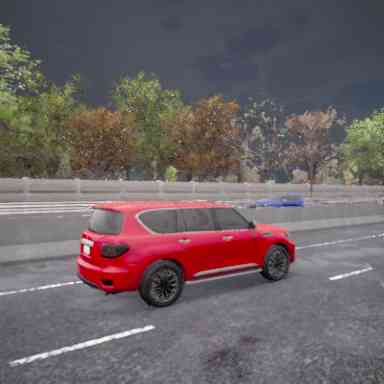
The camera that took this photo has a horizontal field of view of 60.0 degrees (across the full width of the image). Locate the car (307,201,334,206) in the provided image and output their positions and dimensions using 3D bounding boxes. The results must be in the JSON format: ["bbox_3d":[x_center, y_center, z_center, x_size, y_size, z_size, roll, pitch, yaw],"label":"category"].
[{"bbox_3d":[10.595,1.499,28.738,4.902,1.511,2.128,0,0,-35],"label":"car"}]

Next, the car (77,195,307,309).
[{"bbox_3d":[0.107,1.223,8.141,5.566,2.045,2.150,0,0,-35],"label":"car"}]

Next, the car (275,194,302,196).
[{"bbox_3d":[8.398,1.229,31.469,5.566,2.045,2.150,0,0,-35],"label":"car"}]

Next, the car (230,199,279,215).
[{"bbox_3d":[6.489,1.499,34.406,4.902,1.511,2.128,0,0,-35],"label":"car"}]
